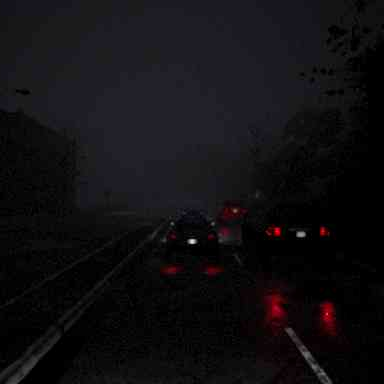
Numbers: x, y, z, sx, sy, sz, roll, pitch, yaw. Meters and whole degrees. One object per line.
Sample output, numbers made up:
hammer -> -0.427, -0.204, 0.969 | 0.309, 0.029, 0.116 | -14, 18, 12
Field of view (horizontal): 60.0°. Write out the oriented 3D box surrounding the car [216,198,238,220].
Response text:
car -> 3.265, 1.541, 27.592 | 2.150, 2.045, 5.566 | 0, 0, 0

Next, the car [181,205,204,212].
car -> 0.029, 1.857, 28.907 | 1.812, 1.442, 4.674 | 0, 0, 0

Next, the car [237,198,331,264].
car -> 3.263, 1.370, 12.575 | 2.150, 2.045, 5.566 | 0, 0, 0

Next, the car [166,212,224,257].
car -> 0.026, 1.721, 13.604 | 1.994, 1.385, 4.181 | 0, -1, 0
